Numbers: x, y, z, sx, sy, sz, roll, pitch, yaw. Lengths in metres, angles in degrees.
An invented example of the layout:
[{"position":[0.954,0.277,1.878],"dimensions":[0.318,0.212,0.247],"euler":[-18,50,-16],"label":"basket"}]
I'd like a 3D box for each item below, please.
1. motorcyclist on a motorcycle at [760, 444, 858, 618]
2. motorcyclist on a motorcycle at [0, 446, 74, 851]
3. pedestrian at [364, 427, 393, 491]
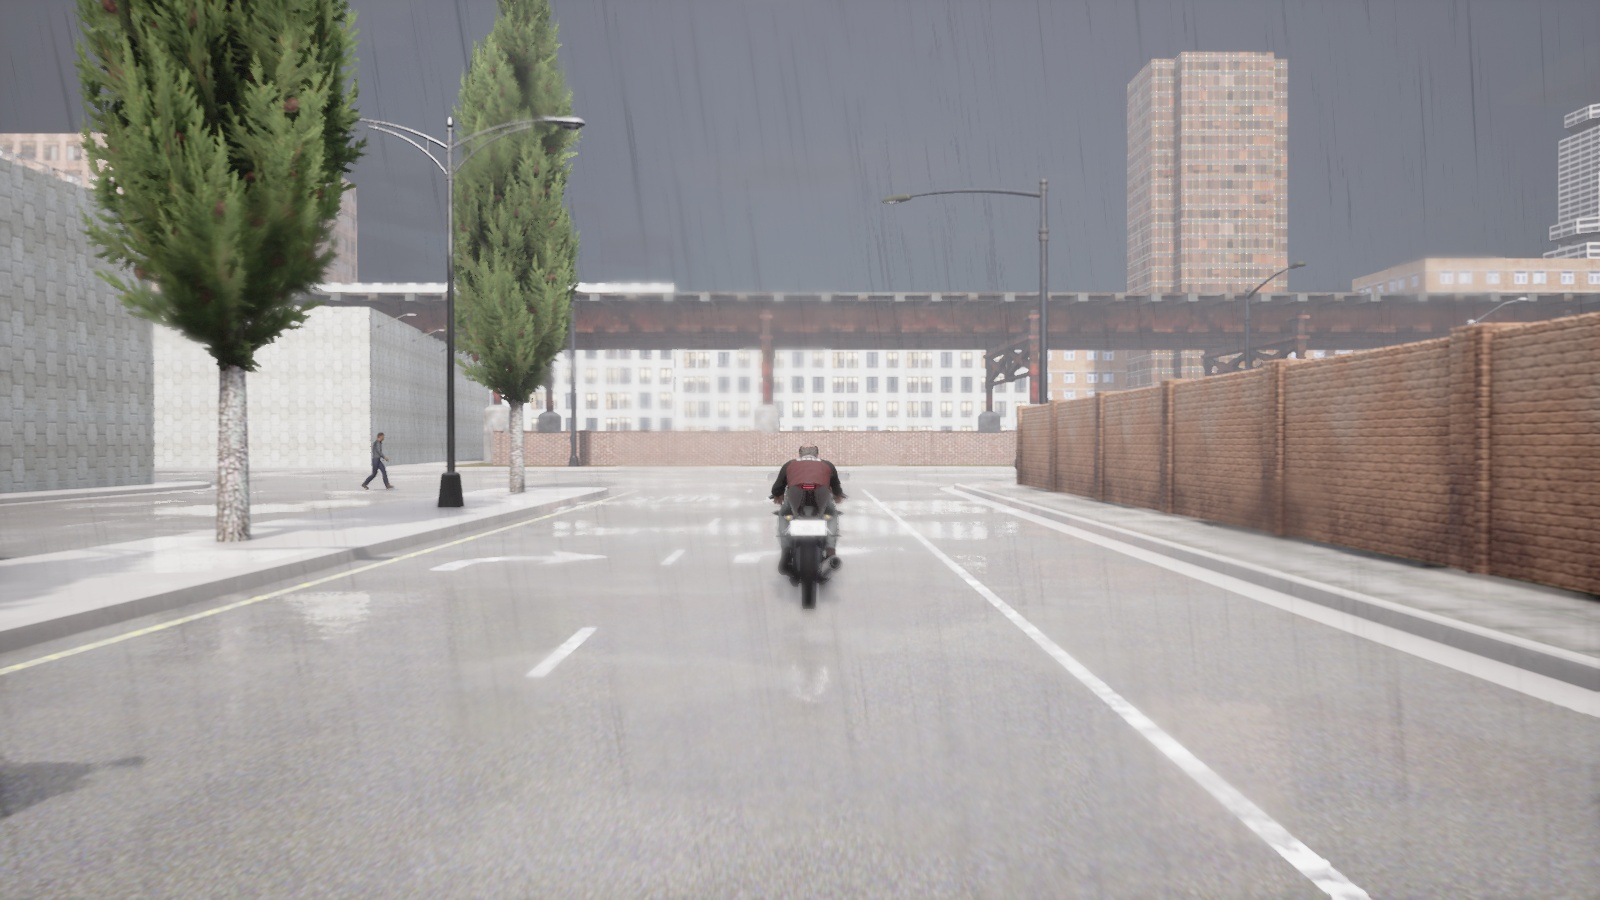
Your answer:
[{"position":[0.084,0.713,12.197],"dimensions":[0.866,1.530,2.191],"euler":[0,0,0],"label":"motorcyclist on a motorcycle"},{"position":[-3.461,0.755,4.130],"dimensions":[0.866,1.530,2.191],"euler":[0,0,0],"label":"motorcyclist on a motorcycle"},{"position":[-12.969,0.263,38.669],"dimensions":[0.788,1.949,0.423],"euler":[0,0,-11],"label":"pedestrian"}]
